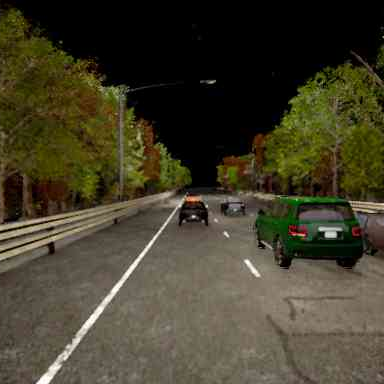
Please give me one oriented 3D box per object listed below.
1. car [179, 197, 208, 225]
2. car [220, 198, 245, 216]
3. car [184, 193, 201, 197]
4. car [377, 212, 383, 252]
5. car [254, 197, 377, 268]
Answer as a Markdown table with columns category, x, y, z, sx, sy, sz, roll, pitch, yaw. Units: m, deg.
| category | x | y | z | sx | sy | sz | roll | pitch | yaw |
| --- | --- | --- | --- | --- | --- | --- | --- | --- | --- |
| car | 0.102 | 1.333 | 22.821 | 1.882 | 1.535 | 5.008 | 0 | 1 | 0 |
| car | 3.602 | 1.245 | 29.978 | 2.128 | 1.511 | 4.902 | 0 | 1 | 0 |
| car | 0.102 | 0.924 | 41.491 | 2.097 | 1.767 | 4.553 | 0 | 1 | 0 |
| car | 7.102 | 1.500 | 13.137 | 2.033 | 1.411 | 5.357 | 0 | 0 | 0 |
| car | 3.600 | 1.186 | 11.309 | 2.150 | 2.045 | 5.566 | 0 | 0 | 0 |
